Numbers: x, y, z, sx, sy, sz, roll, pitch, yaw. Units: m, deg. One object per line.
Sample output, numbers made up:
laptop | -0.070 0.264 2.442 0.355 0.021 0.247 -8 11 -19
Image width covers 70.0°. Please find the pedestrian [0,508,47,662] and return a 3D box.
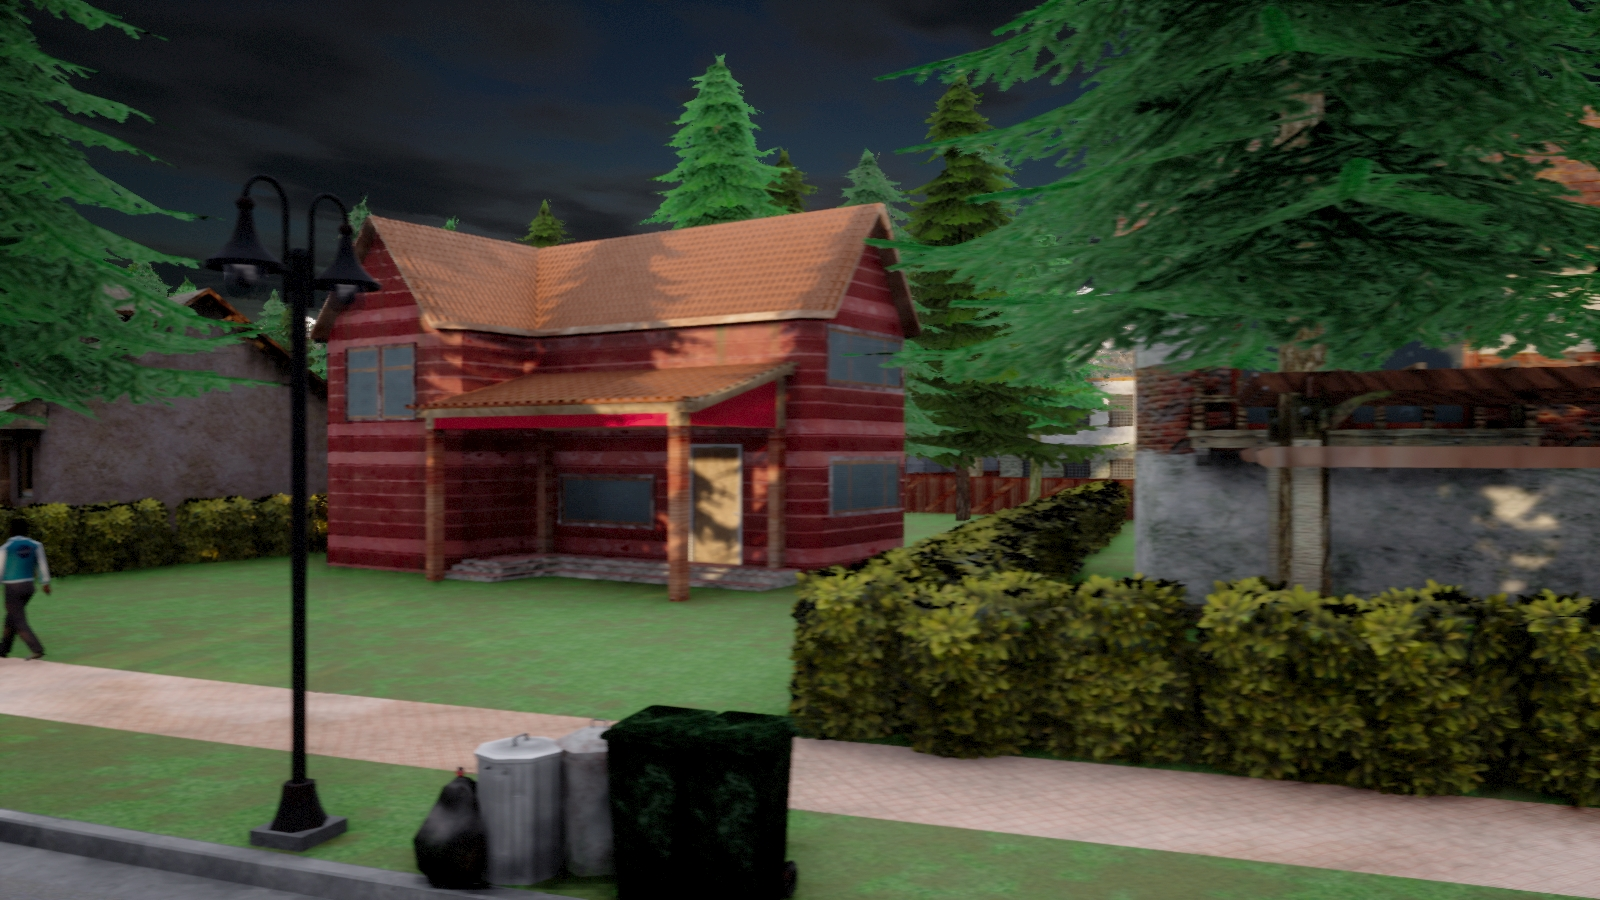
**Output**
pedestrian | -9.682 1.664 14.214 0.375 1.860 0.375 0 0 26
